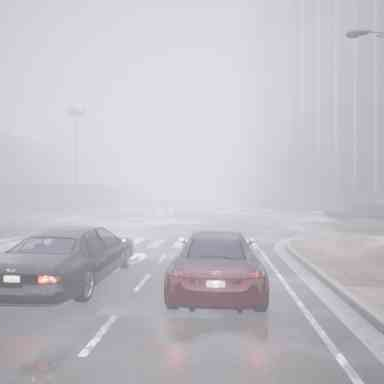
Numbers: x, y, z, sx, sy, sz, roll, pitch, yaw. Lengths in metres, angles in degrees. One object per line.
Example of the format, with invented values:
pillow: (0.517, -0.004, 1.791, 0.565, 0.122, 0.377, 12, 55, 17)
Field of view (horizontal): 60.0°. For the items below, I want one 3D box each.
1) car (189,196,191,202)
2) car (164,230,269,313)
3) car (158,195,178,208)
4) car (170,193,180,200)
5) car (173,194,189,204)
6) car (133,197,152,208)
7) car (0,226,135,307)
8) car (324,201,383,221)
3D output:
car: (-1.327, 1.518, 76.813, 2.128, 1.511, 4.902, 0, 0, 4)
car: (0.576, 1.563, 7.759, 1.994, 1.385, 4.181, 0, 0, 5)
car: (-3.583, 1.522, 48.019, 1.812, 1.442, 4.674, 0, 0, 4)
car: (-4.336, 1.085, 83.467, 1.882, 1.535, 5.008, 0, 0, 4)
car: (-2.212, 1.520, 65.509, 1.812, 1.442, 4.674, 0, 0, 5)
car: (-7.073, 1.522, 48.280, 1.812, 1.442, 4.674, 0, 0, 4)
car: (-2.901, 1.547, 8.233, 2.033, 1.411, 5.357, 0, 0, 5)
car: (13.731, 1.599, 27.173, 5.357, 1.411, 2.033, 0, 0, 4)
